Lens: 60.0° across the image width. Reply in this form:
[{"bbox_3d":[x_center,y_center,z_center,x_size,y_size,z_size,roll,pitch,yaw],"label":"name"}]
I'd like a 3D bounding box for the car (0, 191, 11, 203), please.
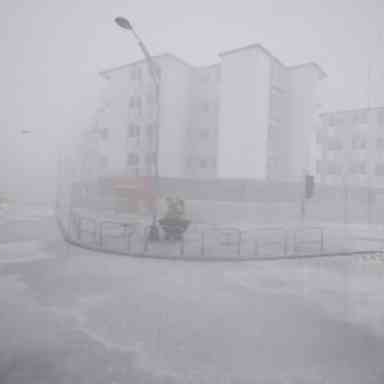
[{"bbox_3d":[-25.388,0.635,44.389,1.882,1.535,5.008,2,0,-23],"label":"car"}]
